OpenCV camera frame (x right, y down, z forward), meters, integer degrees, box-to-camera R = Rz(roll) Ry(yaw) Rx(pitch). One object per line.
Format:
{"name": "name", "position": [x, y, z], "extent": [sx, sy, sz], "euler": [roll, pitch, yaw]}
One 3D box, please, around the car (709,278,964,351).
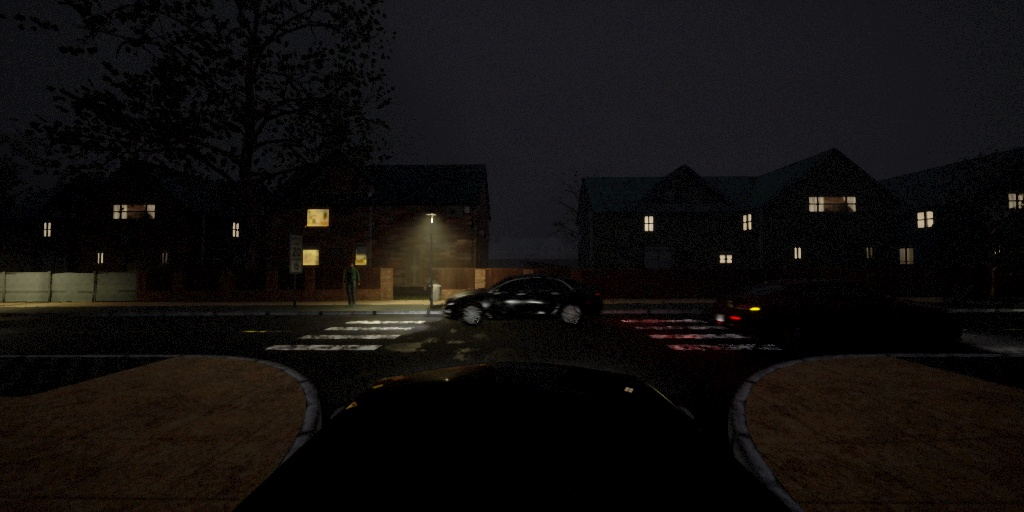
{"name": "car", "position": [7.045, 1.222, 8.125], "extent": [4.674, 1.442, 1.812], "euler": [-1, -2, 2]}

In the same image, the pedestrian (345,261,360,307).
{"name": "pedestrian", "position": [-6.451, 1.113, 14.418], "extent": [0.375, 1.860, 0.375], "euler": [0, -1, 2]}

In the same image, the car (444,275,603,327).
{"name": "car", "position": [0.349, 1.339, 11.284], "extent": [4.892, 1.490, 1.837], "euler": [-1, -1, 2]}
